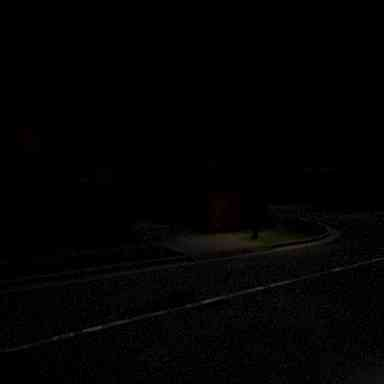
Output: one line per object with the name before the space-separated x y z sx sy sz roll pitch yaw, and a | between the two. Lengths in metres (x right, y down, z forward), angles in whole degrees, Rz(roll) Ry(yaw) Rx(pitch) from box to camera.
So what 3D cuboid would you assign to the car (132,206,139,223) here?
car | -5.423 1.118 21.856 2.152 1.636 5.027 0 0 -35
